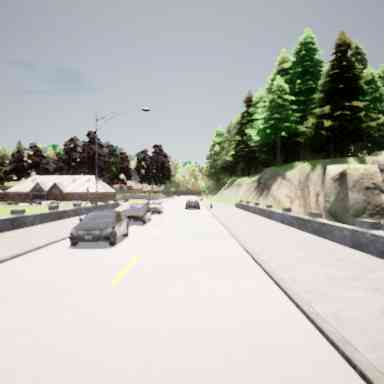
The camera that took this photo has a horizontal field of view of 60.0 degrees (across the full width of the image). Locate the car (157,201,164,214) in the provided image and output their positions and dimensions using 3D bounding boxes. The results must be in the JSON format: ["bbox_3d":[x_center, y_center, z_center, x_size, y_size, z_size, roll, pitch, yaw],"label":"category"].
[{"bbox_3d":[-4.061,1.622,34.952,1.895,1.301,4.718,0,0,0],"label":"car"}]

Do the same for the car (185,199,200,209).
[{"bbox_3d":[0.074,1.591,44.921,1.994,1.385,4.181,0,0,-1],"label":"car"}]

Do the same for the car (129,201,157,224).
[{"bbox_3d":[-4.095,1.563,25.140,2.033,1.411,5.357,0,0,0],"label":"car"}]

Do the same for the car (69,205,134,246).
[{"bbox_3d":[-4.101,1.536,15.431,1.812,1.442,4.674,0,0,0],"label":"car"}]
